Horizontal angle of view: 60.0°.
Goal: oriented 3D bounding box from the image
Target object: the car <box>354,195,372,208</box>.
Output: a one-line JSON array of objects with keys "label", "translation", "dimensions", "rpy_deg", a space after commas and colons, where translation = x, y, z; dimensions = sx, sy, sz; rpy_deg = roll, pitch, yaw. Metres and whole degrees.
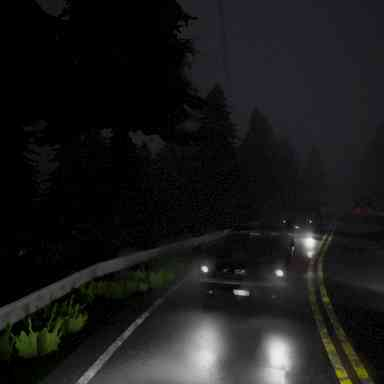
[{"label": "car", "translation": [20.737, 1.059, 40.208], "dimensions": [2.128, 1.511, 4.902], "rpy_deg": [-2, 0, 28]}]

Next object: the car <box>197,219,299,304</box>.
[{"label": "car", "translation": [1.617, 1.599, 8.437], "dimensions": [1.895, 1.301, 4.718], "rpy_deg": [-1, 0, 18]}]

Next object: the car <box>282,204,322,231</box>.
[{"label": "car", "translation": [6.729, 1.461, 20.065], "dimensions": [2.033, 1.411, 5.357], "rpy_deg": [-2, 0, 26]}]
